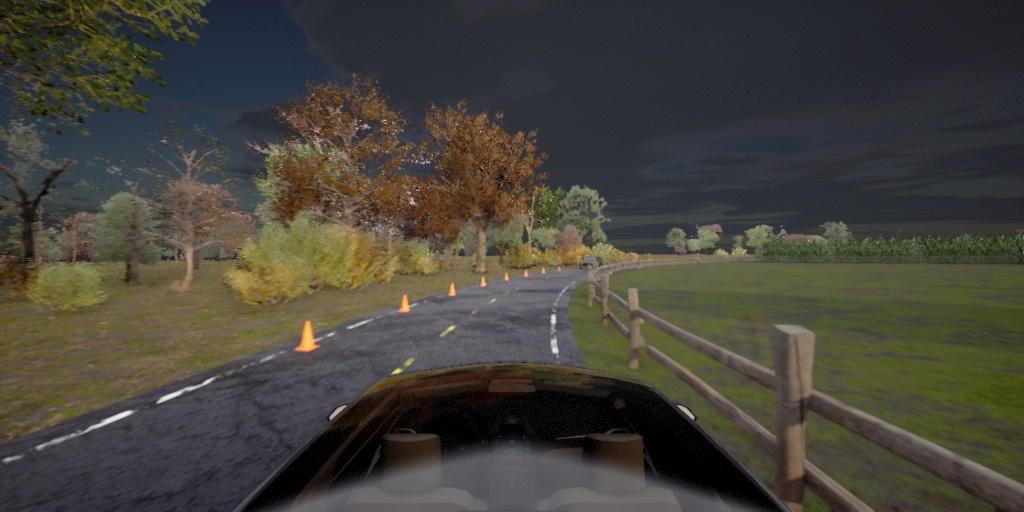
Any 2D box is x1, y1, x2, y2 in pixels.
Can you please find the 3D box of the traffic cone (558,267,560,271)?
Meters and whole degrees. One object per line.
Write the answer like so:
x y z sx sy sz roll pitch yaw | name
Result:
5.517 1.446 41.980 0.340 0.580 0.340 0 0 28 | traffic cone

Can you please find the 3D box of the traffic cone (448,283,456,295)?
-2.967 1.631 17.795 0.340 0.580 0.340 0 0 11 | traffic cone

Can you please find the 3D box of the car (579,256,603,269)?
10.175 0.794 45.988 2.097 1.767 4.553 0 1 30 | car

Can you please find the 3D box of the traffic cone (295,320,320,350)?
-4.333 1.663 7.604 0.340 0.580 0.340 0 0 4 | traffic cone

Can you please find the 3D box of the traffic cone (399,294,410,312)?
-3.799 1.650 12.718 0.340 0.580 0.340 0 0 8 | traffic cone

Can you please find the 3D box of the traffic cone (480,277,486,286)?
-1.841 1.606 22.813 0.340 0.580 0.340 0 0 14 | traffic cone

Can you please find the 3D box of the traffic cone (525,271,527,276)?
1.279 1.538 32.611 0.340 0.580 0.340 0 0 21 | traffic cone

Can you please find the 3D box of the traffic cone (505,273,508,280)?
-0.424 1.575 27.757 0.340 0.580 0.340 0 0 18 | traffic cone

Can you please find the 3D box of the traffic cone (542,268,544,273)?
3.261 1.495 37.357 0.340 0.580 0.340 0 0 24 | traffic cone
